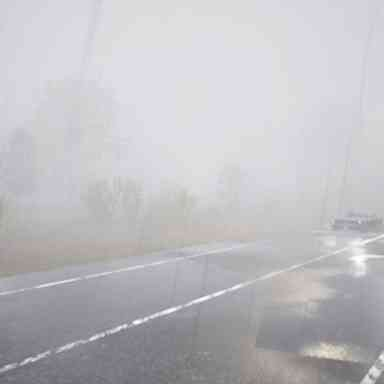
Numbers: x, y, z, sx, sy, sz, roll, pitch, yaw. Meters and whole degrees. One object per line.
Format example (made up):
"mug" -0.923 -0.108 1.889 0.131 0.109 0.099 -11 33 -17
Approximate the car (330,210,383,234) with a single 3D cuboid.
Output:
"car" 10.286 1.783 20.658 1.895 1.301 4.718 0 0 43
